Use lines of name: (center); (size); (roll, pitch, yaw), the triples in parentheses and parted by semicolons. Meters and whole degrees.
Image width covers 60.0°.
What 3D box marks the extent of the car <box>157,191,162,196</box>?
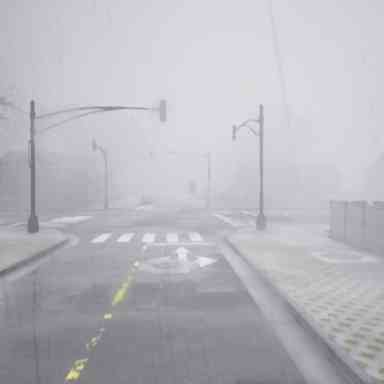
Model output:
car: (-9.176, 0.400, 89.186); (1.895, 1.301, 4.718); (0, 1, 0)

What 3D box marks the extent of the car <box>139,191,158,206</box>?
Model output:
car: (-5.631, 1.021, 42.118); (2.033, 1.411, 5.357); (0, 1, -5)
